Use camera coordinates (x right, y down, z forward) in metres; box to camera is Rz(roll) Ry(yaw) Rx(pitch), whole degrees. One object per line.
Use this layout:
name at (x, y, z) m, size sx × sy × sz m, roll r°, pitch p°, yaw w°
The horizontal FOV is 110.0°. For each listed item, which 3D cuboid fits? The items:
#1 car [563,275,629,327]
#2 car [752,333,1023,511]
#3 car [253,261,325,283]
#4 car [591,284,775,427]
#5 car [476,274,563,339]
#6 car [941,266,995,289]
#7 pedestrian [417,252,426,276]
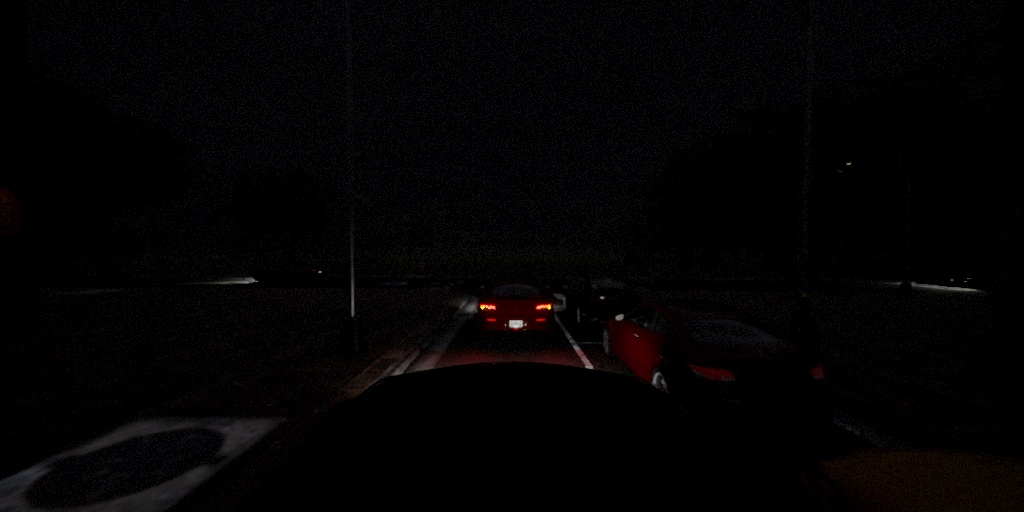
car at (2.638, 1.234, 11.085) m, size 2.007 × 1.370 × 4.403 m, roll 0°, pitch 0°, yaw 0°
car at (2.636, 1.287, 0.191) m, size 1.751 × 1.417 × 4.829 m, roll 0°, pitch 0°, yaw 0°
car at (-15.054, 1.047, 24.388) m, size 4.181 × 1.385 × 1.994 m, roll 0°, pitch 2°, yaw 0°
car at (2.637, 1.305, 5.554) m, size 1.802 × 1.307 × 4.207 m, roll 0°, pitch 0°, yaw 0°
car at (0.080, 1.219, 9.712) m, size 1.812 × 1.442 × 4.674 m, roll 0°, pitch 0°, yaw 0°
car at (32.353, 1.409, 24.379) m, size 4.892 × 1.490 × 1.837 m, roll 1°, pitch 2°, yaw 0°
pedestrian at (-6.877, 0.583, 27.258) m, size 0.375 × 1.860 × 0.375 m, roll 0°, pitch 1°, yaw 0°
